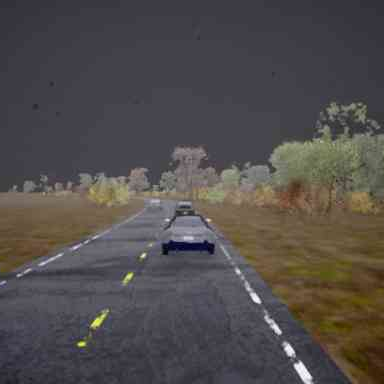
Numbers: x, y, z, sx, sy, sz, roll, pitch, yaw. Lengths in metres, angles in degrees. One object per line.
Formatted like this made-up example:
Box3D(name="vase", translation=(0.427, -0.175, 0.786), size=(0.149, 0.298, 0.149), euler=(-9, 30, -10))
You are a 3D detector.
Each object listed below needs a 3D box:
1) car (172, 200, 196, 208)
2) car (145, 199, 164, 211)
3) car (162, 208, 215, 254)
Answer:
Box3D(name="car", translation=(-0.708, 1.547, 30.398), size=(1.837, 1.490, 4.892), euler=(0, 0, -3))
Box3D(name="car", translation=(-4.534, 1.585, 41.126), size=(1.812, 1.442, 4.674), euler=(0, 0, -4))
Box3D(name="car", translation=(-0.160, 1.583, 13.617), size=(1.994, 1.385, 4.181), euler=(0, 0, -1))
